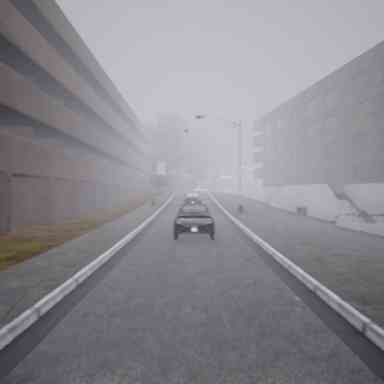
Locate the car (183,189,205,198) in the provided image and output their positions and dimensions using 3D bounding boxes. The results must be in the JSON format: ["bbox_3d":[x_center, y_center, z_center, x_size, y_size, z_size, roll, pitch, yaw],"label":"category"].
[{"bbox_3d":[0.091,0.730,34.406,1.812,1.442,4.674,0,3,0],"label":"car"}]

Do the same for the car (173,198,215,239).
[{"bbox_3d":[0.095,1.311,16.300,2.128,1.511,4.902,0,1,0],"label":"car"}]
